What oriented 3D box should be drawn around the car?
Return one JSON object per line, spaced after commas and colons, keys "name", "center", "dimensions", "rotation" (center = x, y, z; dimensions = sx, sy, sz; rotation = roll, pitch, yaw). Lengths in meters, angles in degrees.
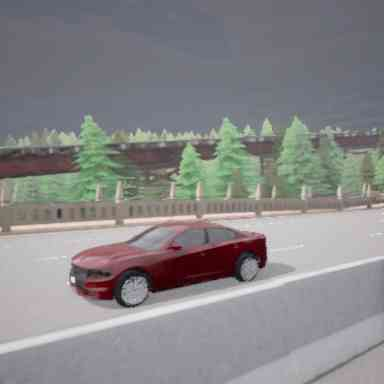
{"name": "car", "center": [-0.321, 1.460, 8.051], "dimensions": [5.008, 1.535, 1.882], "rotation": [0, 0, -35]}
